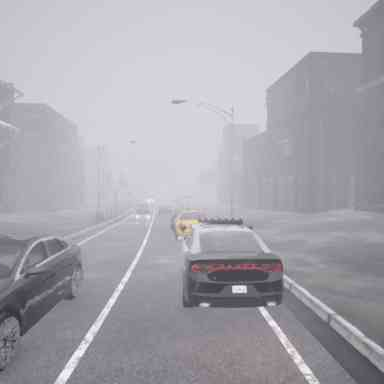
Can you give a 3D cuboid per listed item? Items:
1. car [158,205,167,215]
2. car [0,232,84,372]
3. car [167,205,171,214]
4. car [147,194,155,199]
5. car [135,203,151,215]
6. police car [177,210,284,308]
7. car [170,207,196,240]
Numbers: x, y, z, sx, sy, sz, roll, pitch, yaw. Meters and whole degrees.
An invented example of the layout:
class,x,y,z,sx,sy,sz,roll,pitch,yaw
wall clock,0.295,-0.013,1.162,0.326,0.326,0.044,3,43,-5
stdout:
class,x,y,z,sx,sy,sz,roll,pitch,yaw
car,-3.802,2.454,47.031,1.895,1.301,4.718,0,0,-5
car,-3.298,1.513,5.668,2.128,1.511,4.902,0,0,-2
car,-0.642,1.858,24.191,1.882,1.535,5.008,0,-2,-6
car,-11.636,1.258,94.869,2.128,1.511,4.902,0,1,-6
car,-6.972,2.336,47.276,1.837,1.490,4.892,0,1,-6
police car,0.676,1.465,8.198,1.930,1.638,5.238,0,-1,-3
car,-0.074,1.671,18.373,1.801,1.575,5.366,0,-1,-5
